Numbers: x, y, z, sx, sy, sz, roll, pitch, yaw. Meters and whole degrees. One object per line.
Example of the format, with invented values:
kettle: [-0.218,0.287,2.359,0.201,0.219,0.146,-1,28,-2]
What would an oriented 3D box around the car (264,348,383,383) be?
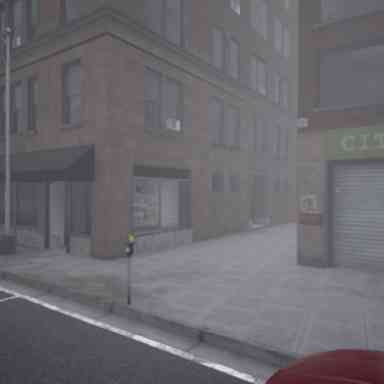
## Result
car: [2.398,1.552,1.367,4.507,1.381,1.887,0,0,36]
